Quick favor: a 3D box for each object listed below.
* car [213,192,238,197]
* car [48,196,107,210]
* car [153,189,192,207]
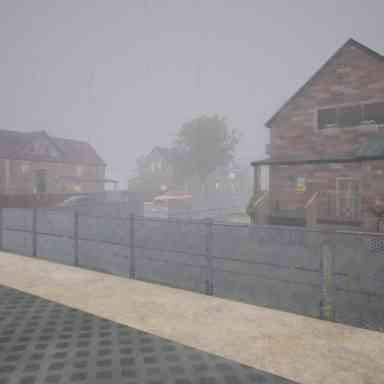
[{"bbox_3d":[4.705,0.618,43.961,1.895,1.301,4.718,1,2,36],"label":"car"},{"bbox_3d":[-8.631,1.061,25.182,1.837,1.490,4.892,1,2,35],"label":"car"},{"bbox_3d":[-1.955,0.636,34.598,2.097,1.767,4.553,1,2,35],"label":"car"}]
